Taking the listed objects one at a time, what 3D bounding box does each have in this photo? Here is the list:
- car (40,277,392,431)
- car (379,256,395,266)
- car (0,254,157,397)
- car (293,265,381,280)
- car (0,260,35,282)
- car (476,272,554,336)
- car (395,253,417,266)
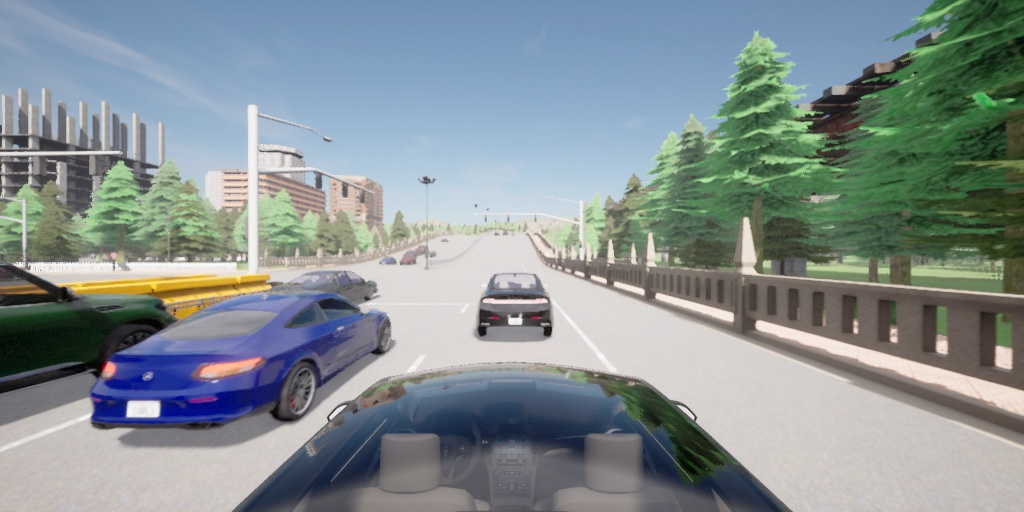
[{"bbox_3d":[-3.436,1.258,5.661,1.812,1.442,4.674,0,0,0],"label":"car"},{"bbox_3d":[-21.016,0.831,60.952,1.812,1.442,4.674,0,3,1],"label":"car"},{"bbox_3d":[-6.952,0.961,3.903,2.150,2.045,5.566,0,0,1],"label":"car"},{"bbox_3d":[-6.996,1.242,13.943,2.033,1.411,5.357,0,0,0],"label":"car"},{"bbox_3d":[-39.446,1.113,26.900,5.008,1.535,1.882,0,0,2],"label":"car"},{"bbox_3d":[0.082,1.203,10.216,2.128,1.511,4.902,0,0,0],"label":"car"},{"bbox_3d":[-17.526,0.796,60.635,1.882,1.535,5.008,0,3,1],"label":"car"}]
